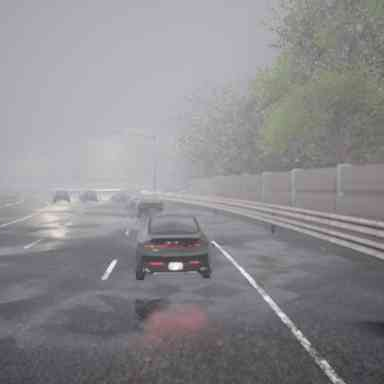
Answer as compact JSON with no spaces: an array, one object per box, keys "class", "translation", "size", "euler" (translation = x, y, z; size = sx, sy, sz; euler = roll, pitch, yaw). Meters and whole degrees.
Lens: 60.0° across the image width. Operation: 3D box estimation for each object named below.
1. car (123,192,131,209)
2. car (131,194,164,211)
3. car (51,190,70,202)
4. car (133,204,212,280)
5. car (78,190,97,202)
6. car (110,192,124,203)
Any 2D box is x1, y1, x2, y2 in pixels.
[{"class":"car","translation":[-5.496,0.895,33.671],"size":[1.812,1.442,4.674],"euler":[0,1,-18]},{"class":"car","translation":[-3.284,1.005,25.145],"size":[1.882,1.535,5.008],"euler":[0,1,-13]},{"class":"car","translation":[-18.488,0.498,46.702],"size":[2.097,1.767,4.553],"euler":[-1,1,-26]},{"class":"car","translation":[-0.610,1.316,9.576],"size":[1.837,1.490,4.892],"euler":[0,1,-6]},{"class":"car","translation":[-14.839,0.482,47.225],"size":[2.097,1.767,4.553],"euler":[-1,1,-26]},{"class":"car","translation":[-9.537,0.725,44.187],"size":[2.033,1.411,5.357],"euler":[-1,1,-24]}]
